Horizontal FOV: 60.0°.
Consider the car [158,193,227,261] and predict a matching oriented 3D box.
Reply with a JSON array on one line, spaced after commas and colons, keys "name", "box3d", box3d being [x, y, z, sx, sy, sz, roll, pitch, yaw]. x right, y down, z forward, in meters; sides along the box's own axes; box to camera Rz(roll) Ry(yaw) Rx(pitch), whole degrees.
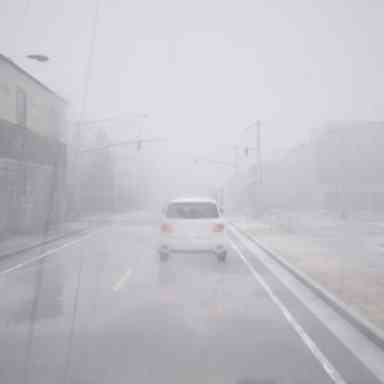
[{"name": "car", "box3d": [0.028, 1.216, 12.357, 2.150, 2.045, 5.566, 0, 0, 0]}]

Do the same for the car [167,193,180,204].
[{"name": "car", "box3d": [-3.547, 1.181, 64.572, 2.150, 2.045, 5.566, 0, 0, 0]}]

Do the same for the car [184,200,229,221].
[{"name": "car", "box3d": [1.350, 1.497, 28.218, 2.128, 1.511, 4.902, -1, -1, 24]}]
